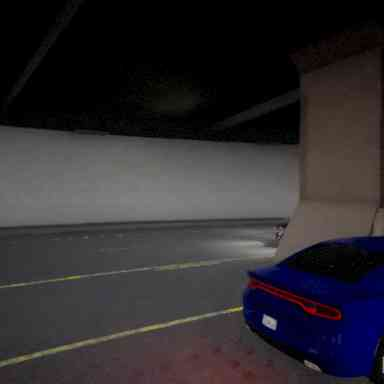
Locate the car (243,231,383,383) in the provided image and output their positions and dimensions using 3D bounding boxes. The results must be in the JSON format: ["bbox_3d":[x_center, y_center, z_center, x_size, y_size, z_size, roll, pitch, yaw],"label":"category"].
[{"bbox_3d":[3.159,1.444,5.198,5.008,1.535,1.882,0,0,-27],"label":"car"}]

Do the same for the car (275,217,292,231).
[{"bbox_3d":[5.827,1.409,13.810,4.892,1.490,1.837,0,0,-15],"label":"car"}]

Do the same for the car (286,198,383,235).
[{"bbox_3d":[7.615,1.230,17.782,4.553,1.767,2.097,0,1,-11],"label":"car"}]
